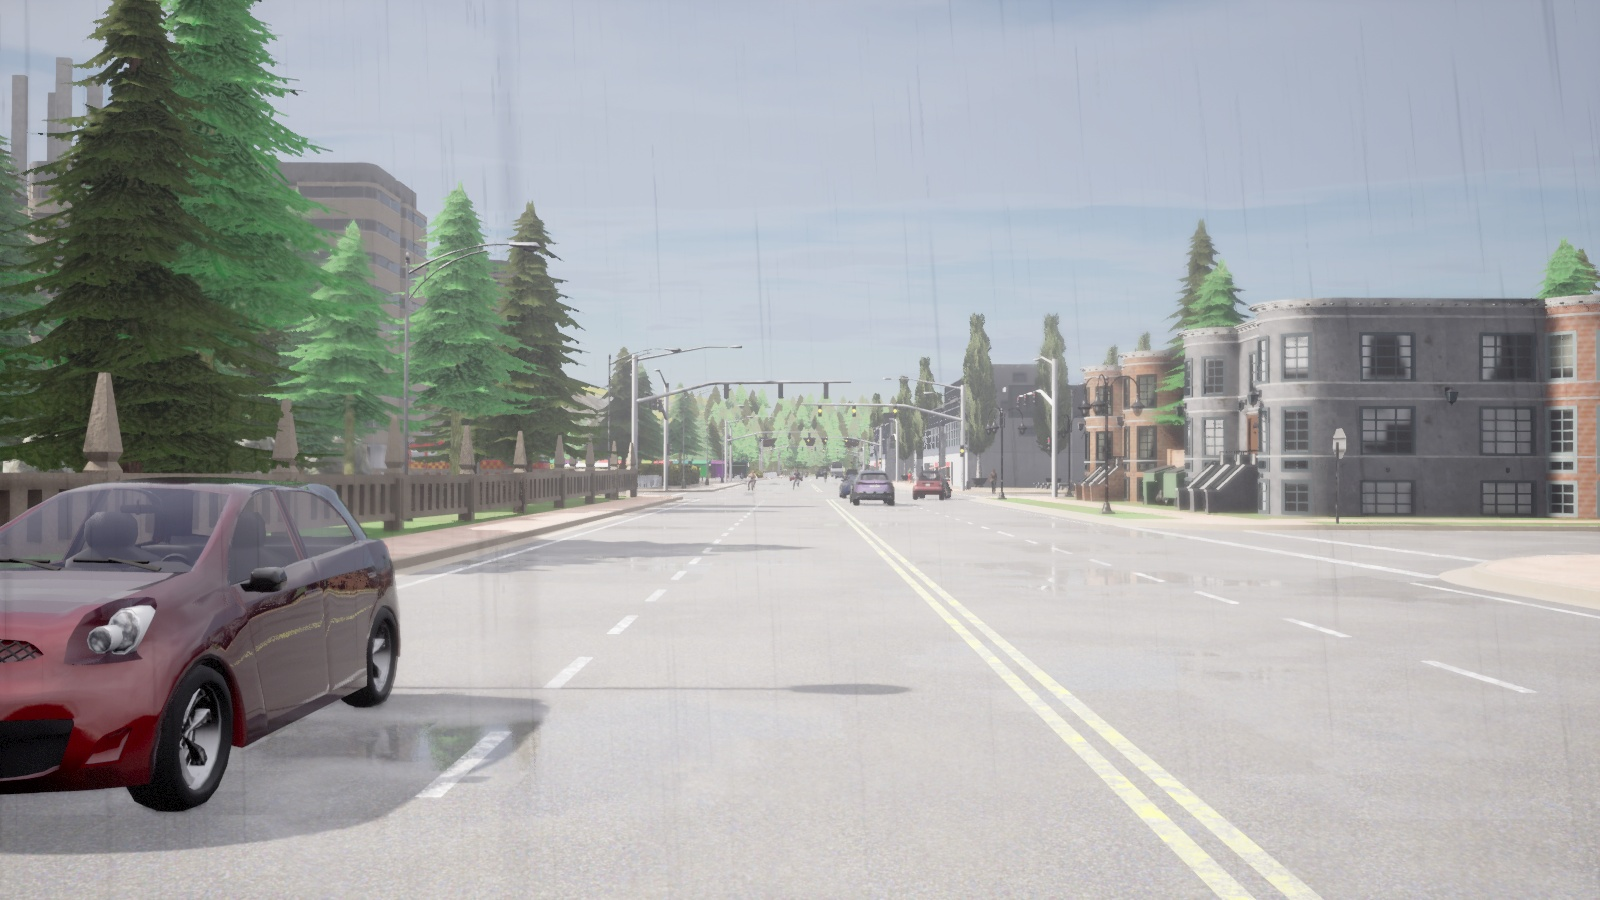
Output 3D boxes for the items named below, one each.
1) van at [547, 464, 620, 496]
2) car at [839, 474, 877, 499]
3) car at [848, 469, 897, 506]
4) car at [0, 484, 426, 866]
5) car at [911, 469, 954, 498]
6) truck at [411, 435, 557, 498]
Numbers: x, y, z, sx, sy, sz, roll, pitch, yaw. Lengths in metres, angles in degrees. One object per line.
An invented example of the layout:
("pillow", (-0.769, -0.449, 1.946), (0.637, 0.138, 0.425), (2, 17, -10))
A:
("van", (-14.202, 1.977, 82.534), (4.480, 2.038, 2.069), (0, -1, 1))
("car", (3.337, 2.085, 72.843), (1.994, 1.385, 4.181), (0, -1, 0))
("car", (3.368, 1.720, 59.028), (2.033, 1.649, 4.856), (0, -1, 0))
("car", (-3.515, 0.958, 6.892), (1.845, 1.501, 3.633), (0, -1, 0))
("car", (7.481, 1.866, 70.648), (1.851, 1.617, 3.988), (-1, -1, 14))
("truck", (-19.815, 1.053, 79.054), (8.468, 3.827, 2.891), (0, -1, 0))
